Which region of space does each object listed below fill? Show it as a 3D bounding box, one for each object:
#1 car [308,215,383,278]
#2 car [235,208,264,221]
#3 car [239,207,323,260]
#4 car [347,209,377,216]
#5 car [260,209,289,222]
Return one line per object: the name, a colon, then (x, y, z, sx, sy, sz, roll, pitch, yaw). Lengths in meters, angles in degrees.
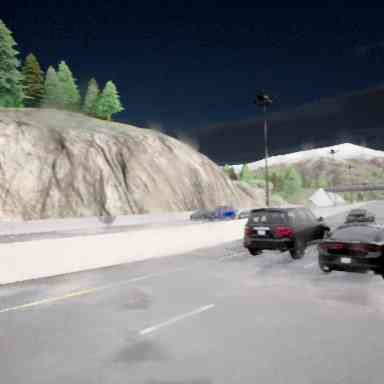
car: (5.834, 1.765, 11.131, 1.882, 1.535, 5.008, -3, -3, 40)
car: (7.677, 2.998, 44.001, 2.128, 1.511, 4.902, -3, -3, 32)
car: (4.382, 1.691, 14.856, 2.150, 2.045, 5.566, -3, -3, 39)
car: (14.352, 2.222, 28.256, 1.837, 1.490, 4.892, -3, -3, 34)
car: (10.461, 2.893, 41.813, 2.033, 1.411, 5.357, -3, -3, 32)
